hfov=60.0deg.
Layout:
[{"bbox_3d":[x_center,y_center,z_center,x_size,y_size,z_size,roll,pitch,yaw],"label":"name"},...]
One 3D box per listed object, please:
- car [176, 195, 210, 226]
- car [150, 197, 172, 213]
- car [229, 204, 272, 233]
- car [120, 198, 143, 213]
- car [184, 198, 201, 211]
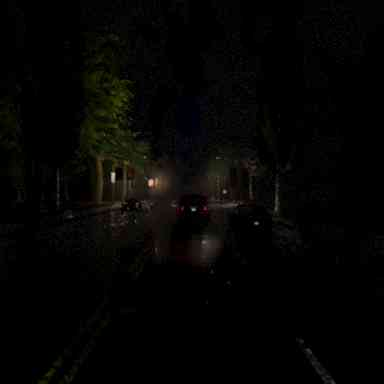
[{"bbox_3d":[0.097,1.195,23.213,2.150,2.045,5.566,0,0,0],"label":"car"},{"bbox_3d":[-3.348,1.311,36.774,2.097,1.767,4.553,0,0,0],"label":"car"},{"bbox_3d":[3.348,1.460,19.761,1.882,1.535,5.008,0,0,0],"label":"car"},{"bbox_3d":[-6.599,1.465,36.754,1.837,1.490,4.892,0,0,0],"label":"car"},{"bbox_3d":[0.095,1.523,40.638,1.994,1.385,4.181,0,0,0],"label":"car"}]
